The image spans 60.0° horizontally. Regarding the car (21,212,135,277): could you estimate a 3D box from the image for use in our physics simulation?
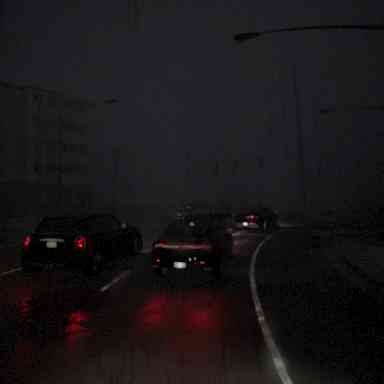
[{"bbox_3d":[-3.275,1.425,10.839,2.097,1.767,4.553,0,-1,12],"label":"car"}]

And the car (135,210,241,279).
[{"bbox_3d":[0.202,1.564,10.419,2.128,1.511,4.902,0,0,12],"label":"car"}]

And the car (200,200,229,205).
[{"bbox_3d":[3.289,1.824,38.622,1.994,1.385,4.181,0,-1,38],"label":"car"}]

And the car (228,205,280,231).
[{"bbox_3d":[4.370,1.655,21.885,1.837,1.490,4.892,0,0,30],"label":"car"}]

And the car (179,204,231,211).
[{"bbox_3d":[1.082,1.757,23.203,1.895,1.301,4.718,0,0,29],"label":"car"}]

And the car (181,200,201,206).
[{"bbox_3d":[0.451,1.781,40.675,1.837,1.490,4.892,0,-1,38],"label":"car"}]
